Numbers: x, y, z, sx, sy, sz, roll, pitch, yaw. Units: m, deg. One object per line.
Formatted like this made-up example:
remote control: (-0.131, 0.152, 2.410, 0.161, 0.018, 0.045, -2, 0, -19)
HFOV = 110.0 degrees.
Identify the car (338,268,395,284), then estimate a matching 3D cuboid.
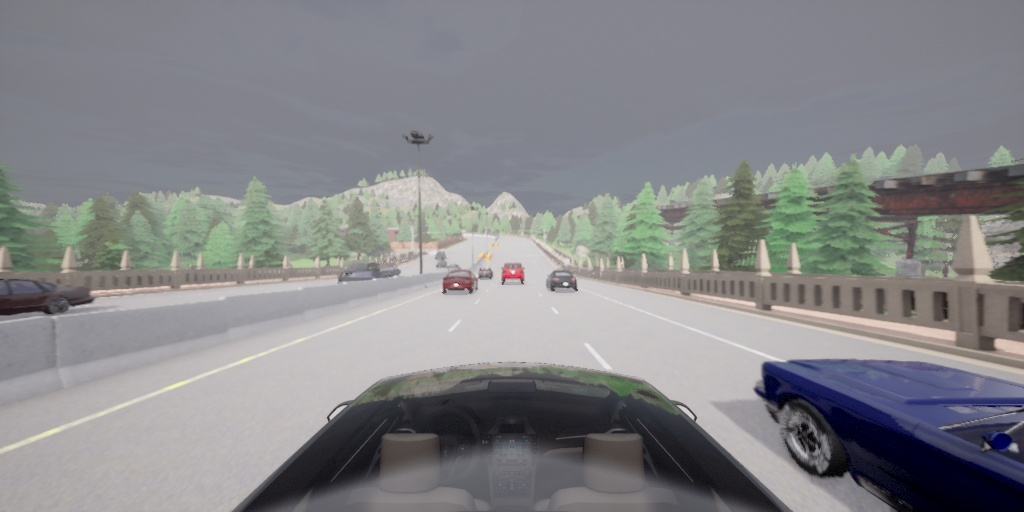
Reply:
car: (-10.600, 1.782, 26.017, 2.033, 1.411, 5.357, 0, -1, 0)

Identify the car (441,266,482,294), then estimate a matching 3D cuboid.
car: (-3.401, 1.673, 24.281, 1.882, 1.535, 5.008, 0, -1, 0)

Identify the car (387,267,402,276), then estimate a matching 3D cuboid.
car: (-17.552, 2.345, 52.033, 2.033, 1.411, 5.357, 0, -1, 1)

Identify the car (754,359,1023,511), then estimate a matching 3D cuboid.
car: (3.600, 1.347, 1.797, 1.895, 1.301, 4.718, 0, 0, 0)

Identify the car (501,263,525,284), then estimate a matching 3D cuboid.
car: (0.098, 1.685, 36.081, 2.150, 2.045, 5.566, 0, -1, 0)

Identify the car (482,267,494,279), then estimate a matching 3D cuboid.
car: (-3.402, 2.190, 46.374, 2.128, 1.511, 4.902, 0, -1, 0)

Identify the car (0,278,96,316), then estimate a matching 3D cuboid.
car: (-17.601, 1.460, 11.899, 2.033, 1.411, 5.357, 0, -1, 0)

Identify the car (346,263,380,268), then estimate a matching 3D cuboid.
car: (-14.096, 1.632, 33.706, 2.150, 2.045, 5.566, 0, -1, 0)

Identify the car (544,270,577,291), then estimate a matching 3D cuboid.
car: (3.598, 1.767, 26.291, 1.812, 1.442, 4.674, 0, -1, 0)
